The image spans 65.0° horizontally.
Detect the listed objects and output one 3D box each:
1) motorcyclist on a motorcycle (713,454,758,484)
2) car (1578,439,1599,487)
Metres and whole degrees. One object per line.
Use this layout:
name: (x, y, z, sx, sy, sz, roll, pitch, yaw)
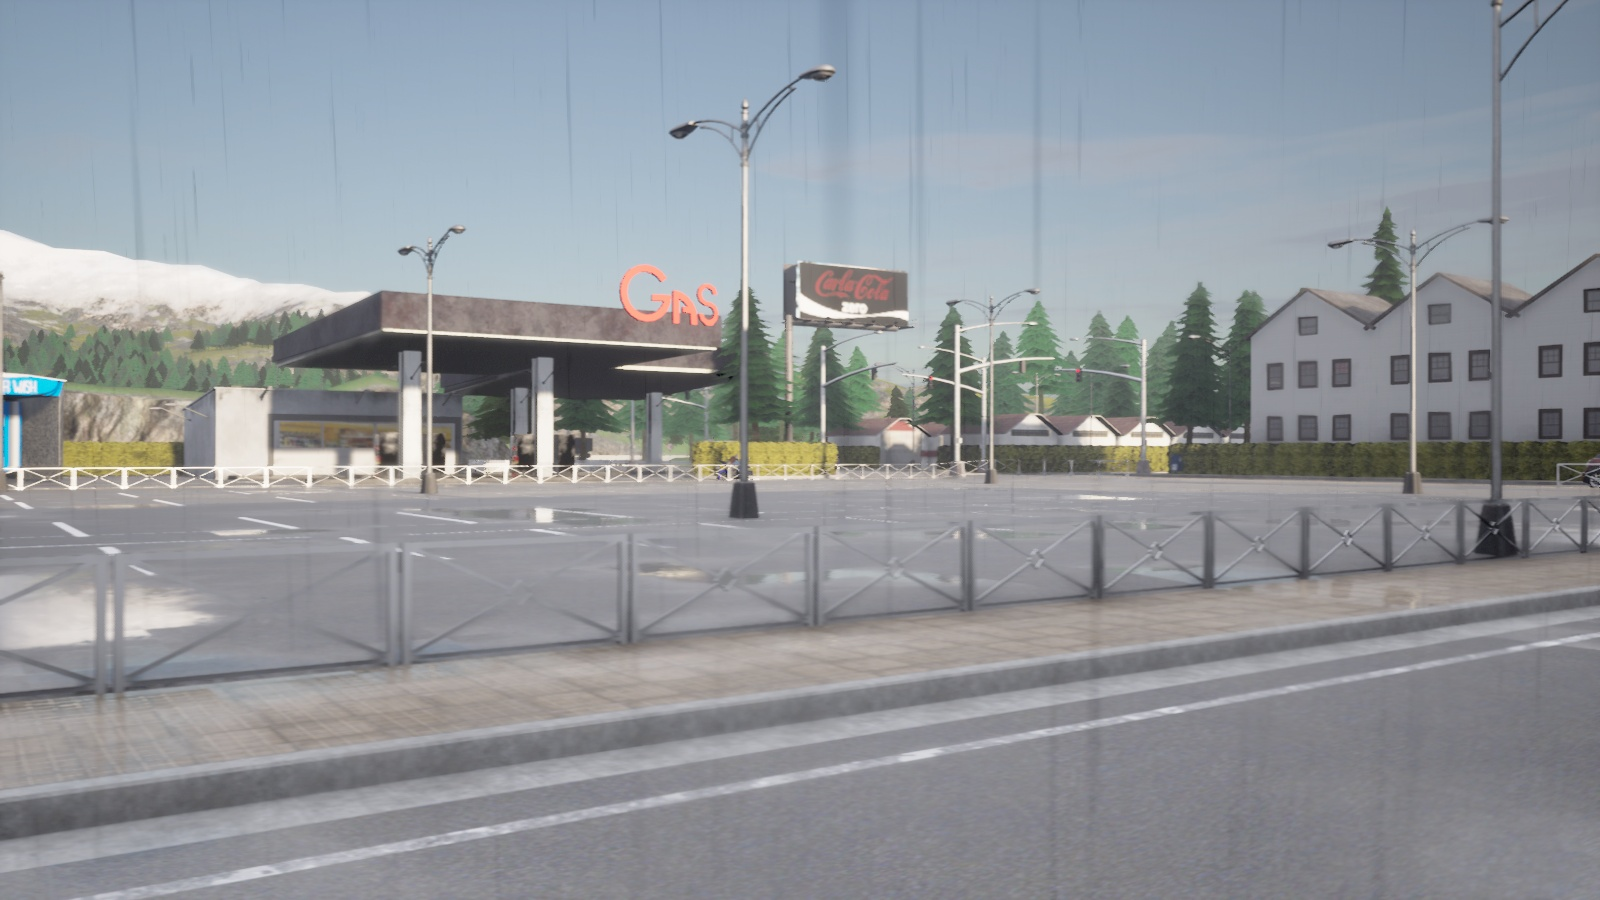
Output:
motorcyclist on a motorcycle: (-3.367, 0.963, 65.509, 2.191, 1.530, 0.866, 0, 0, -35)
car: (30.912, 0.472, 45.111, 2.097, 1.767, 4.553, 0, 0, -35)
